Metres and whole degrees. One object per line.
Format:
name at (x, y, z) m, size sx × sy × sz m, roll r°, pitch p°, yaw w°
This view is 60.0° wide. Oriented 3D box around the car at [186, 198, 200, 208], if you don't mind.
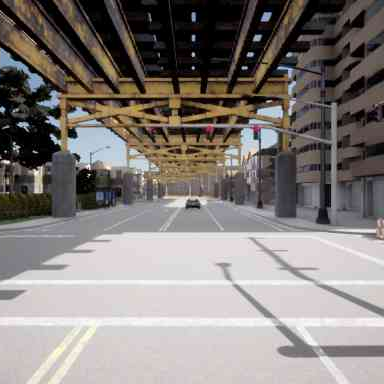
car at (0.147, 1.564, 47.121) m, size 1.994 × 1.385 × 4.181 m, roll 0°, pitch 0°, yaw 0°
